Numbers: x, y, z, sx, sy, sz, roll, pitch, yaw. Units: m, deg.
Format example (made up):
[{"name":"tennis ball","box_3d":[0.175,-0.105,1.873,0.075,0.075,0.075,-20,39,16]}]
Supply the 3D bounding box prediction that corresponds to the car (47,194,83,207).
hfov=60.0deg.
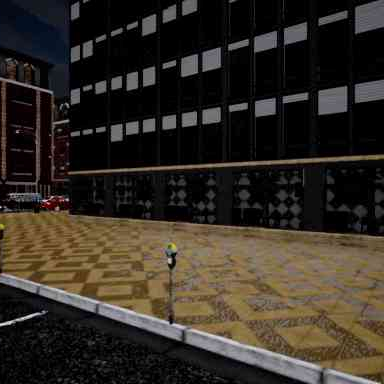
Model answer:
[{"name":"car","box_3d":[-16.802,1.079,44.240,1.967,1.590,4.097,1,1,35]}]

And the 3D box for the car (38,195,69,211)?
[{"name":"car","box_3d":[-13.557,1.269,35.117,1.887,1.381,4.507,1,1,35]}]

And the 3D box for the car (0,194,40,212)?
[{"name":"car","box_3d":[-17.099,1.243,34.368,2.128,1.511,4.902,0,1,35]}]
